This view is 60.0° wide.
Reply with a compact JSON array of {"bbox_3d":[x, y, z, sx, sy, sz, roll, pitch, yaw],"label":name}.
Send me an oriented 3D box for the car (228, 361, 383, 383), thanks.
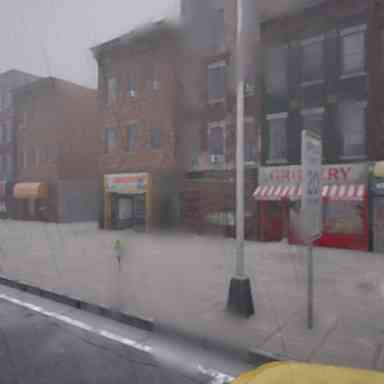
[{"bbox_3d":[2.079,1.520,1.314,4.829,1.417,1.752,0,0,36],"label":"car"}]
